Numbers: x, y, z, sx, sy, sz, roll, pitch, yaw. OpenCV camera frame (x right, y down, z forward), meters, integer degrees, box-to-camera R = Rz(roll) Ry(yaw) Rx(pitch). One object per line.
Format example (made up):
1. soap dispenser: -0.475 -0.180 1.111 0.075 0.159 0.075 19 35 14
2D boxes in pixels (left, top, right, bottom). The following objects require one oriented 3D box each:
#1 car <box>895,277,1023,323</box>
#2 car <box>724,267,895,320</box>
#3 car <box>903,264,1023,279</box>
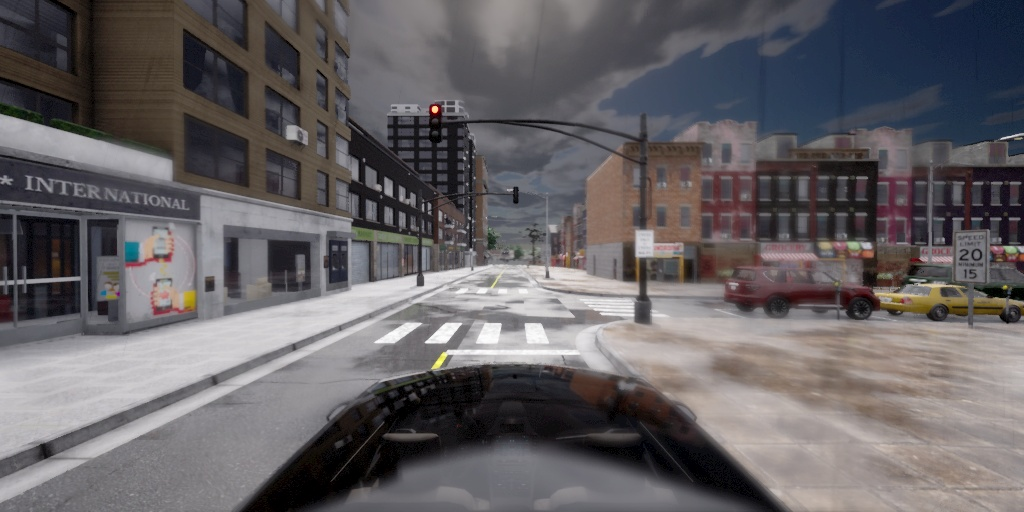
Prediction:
1. car: 16.546 1.659 13.649 4.829 1.417 1.751 0 0 0
2. car: 10.831 1.346 13.677 5.009 1.841 2.192 0 0 0
3. car: 21.074 1.416 16.218 5.566 2.045 2.150 1 1 1
